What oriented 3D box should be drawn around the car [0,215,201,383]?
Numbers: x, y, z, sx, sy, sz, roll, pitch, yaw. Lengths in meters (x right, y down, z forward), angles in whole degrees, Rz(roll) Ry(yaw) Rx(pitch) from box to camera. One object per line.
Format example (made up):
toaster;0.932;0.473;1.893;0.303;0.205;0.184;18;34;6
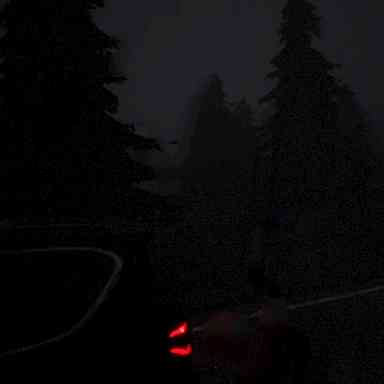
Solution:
car;-2.552;1.236;1.667;5.566;2.045;2.150;-1;0;-35
